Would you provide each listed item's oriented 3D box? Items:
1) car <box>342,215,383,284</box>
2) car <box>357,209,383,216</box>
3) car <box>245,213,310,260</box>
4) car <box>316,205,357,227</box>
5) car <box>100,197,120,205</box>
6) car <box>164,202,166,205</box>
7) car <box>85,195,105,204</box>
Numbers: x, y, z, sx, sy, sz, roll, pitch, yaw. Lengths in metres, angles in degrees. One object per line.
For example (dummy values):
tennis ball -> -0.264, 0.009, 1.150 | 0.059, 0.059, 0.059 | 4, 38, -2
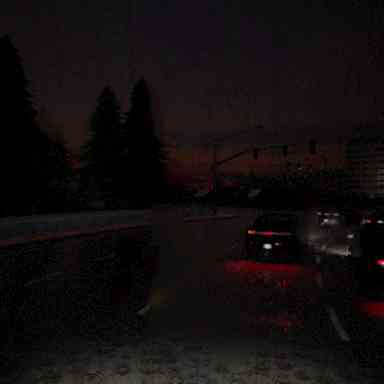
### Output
car -> 5.647, 1.637, 9.428 | 2.033, 1.411, 5.357 | 0, 0, 20
car -> 12.189, 1.741, 20.489 | 2.033, 1.411, 5.357 | 0, 0, 41
car -> 3.471, 1.589, 13.112 | 2.128, 1.511, 4.902 | 0, -1, 24
car -> 10.552, 1.695, 23.778 | 2.128, 1.511, 4.902 | 0, 0, 43
car -> -17.222, 1.835, 69.362 | 1.882, 1.535, 5.008 | 1, 0, -43
car -> -6.562, 1.856, 57.826 | 2.128, 1.511, 4.902 | 1, 0, -43
car -> -19.767, 1.554, 66.962 | 2.150, 2.045, 5.566 | 1, 0, -43
